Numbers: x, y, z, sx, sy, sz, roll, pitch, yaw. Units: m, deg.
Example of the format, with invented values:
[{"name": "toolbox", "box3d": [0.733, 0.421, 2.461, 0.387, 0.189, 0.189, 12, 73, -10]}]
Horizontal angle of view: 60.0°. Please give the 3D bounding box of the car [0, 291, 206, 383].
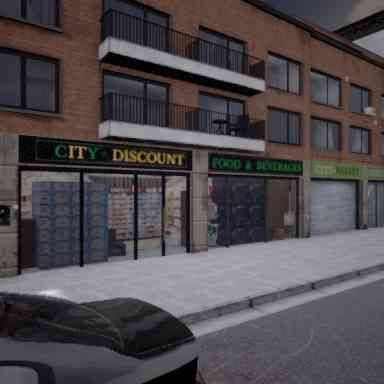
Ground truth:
[{"name": "car", "box3d": [-2.226, 1.478, 1.793, 5.008, 1.535, 1.882, 0, 0, -35]}]
